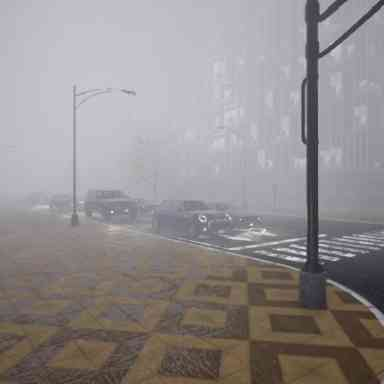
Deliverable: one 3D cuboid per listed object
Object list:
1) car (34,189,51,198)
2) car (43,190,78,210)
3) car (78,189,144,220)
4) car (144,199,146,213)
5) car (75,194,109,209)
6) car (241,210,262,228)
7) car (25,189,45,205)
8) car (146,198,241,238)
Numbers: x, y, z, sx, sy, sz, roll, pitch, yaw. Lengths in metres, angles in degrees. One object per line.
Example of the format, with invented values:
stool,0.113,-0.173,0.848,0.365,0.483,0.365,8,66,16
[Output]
car,-28.616,0.234,63.588,1.882,1.535,5.008,0,1,-38
car,-12.367,0.899,32.082,2.128,1.511,4.902,0,1,-38
car,-5.979,0.818,23.968,2.150,2.045,5.566,0,1,-38
car,-4.394,1.165,27.207,1.895,1.301,4.718,0,1,-38
car,-10.603,0.944,35.101,1.994,1.385,4.181,0,1,-38
car,1.586,1.287,19.691,2.033,1.411,5.357,0,1,-36
car,-18.930,0.701,40.494,2.128,1.511,4.902,0,1,-38
car,-0.074,1.123,16.496,2.097,1.767,4.553,0,1,-38
